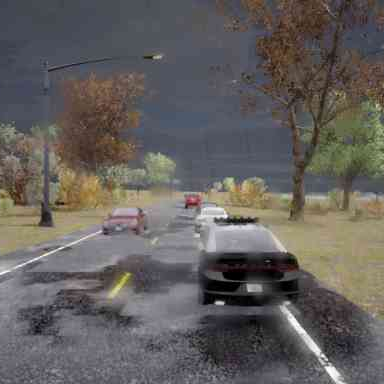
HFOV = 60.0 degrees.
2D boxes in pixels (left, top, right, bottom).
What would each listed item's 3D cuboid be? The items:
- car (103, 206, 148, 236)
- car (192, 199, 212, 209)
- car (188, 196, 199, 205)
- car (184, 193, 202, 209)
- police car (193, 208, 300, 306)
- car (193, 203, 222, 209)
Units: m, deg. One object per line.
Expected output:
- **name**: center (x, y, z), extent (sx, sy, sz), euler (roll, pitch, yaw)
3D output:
- **car**: center (-3.550, 1.525, 18.436), extent (1.812, 1.442, 4.674), euler (0, 0, 0)
- **car**: center (1.123, 1.504, 24.110), extent (1.837, 1.490, 4.892), euler (0, 0, 0)
- **car**: center (0.230, 1.511, 59.527), extent (1.812, 1.442, 4.674), euler (0, 0, 0)
- **car**: center (0.205, 1.215, 45.325), extent (2.150, 2.045, 5.566), euler (0, 0, 1)
- **police car**: center (1.066, 1.425, 8.227), extent (1.930, 1.638, 5.238), euler (0, 0, 0)
- **car**: center (1.097, 1.525, 18.111), extent (1.812, 1.442, 4.674), euler (0, 0, 0)
